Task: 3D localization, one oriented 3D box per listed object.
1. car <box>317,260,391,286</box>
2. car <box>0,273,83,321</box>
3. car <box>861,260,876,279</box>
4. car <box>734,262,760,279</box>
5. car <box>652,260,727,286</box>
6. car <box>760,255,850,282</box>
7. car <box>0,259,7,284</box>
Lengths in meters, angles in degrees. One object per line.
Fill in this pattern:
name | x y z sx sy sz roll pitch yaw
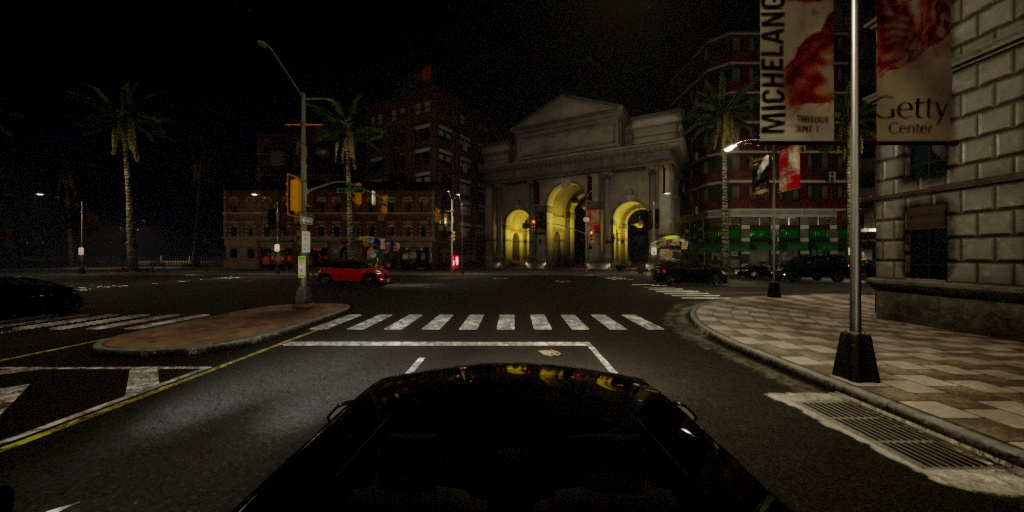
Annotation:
car | -10.797 1.102 24.757 4.553 1.767 2.097 0 0 0
car | -15.523 1.314 10.585 1.994 1.385 4.181 0 0 -13
car | 31.291 1.102 31.558 4.553 1.767 2.097 0 0 2
car | 22.314 1.241 31.724 4.902 1.511 2.128 0 0 0
car | 12.151 1.102 24.609 4.553 1.767 2.097 0 0 0
car | 23.289 0.971 28.228 5.566 2.045 2.150 0 0 0
car | -38.840 1.102 24.937 4.553 1.767 2.097 0 0 0
